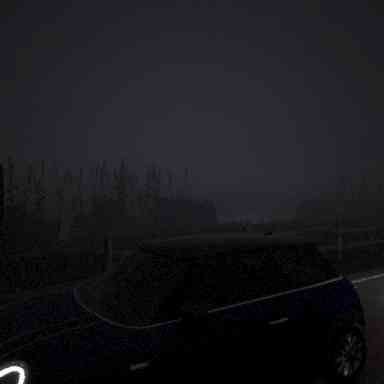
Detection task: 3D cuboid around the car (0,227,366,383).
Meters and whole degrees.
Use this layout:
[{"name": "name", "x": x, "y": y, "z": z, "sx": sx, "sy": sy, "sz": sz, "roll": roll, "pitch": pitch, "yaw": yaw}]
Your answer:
[{"name": "car", "x": -0.111, "y": 1.348, "z": 3.876, "sx": 4.553, "sy": 1.767, "sz": 2.097, "roll": 0, "pitch": 0, "yaw": -31}]
